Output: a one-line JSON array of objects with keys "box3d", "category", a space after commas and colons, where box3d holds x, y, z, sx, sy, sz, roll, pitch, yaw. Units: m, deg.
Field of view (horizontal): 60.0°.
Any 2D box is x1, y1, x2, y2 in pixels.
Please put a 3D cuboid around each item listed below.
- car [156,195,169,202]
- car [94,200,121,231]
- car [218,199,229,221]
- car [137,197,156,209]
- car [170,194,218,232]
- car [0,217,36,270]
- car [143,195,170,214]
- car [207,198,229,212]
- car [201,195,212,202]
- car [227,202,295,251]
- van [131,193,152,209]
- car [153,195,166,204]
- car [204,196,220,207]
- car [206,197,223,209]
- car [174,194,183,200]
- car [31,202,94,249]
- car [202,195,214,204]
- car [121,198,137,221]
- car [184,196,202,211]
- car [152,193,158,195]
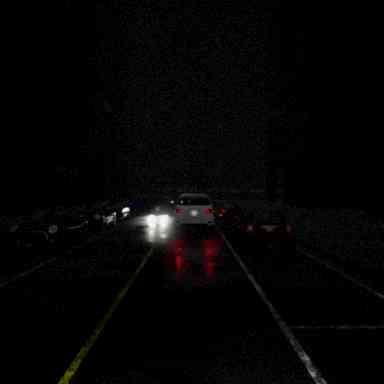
[{"box3d": [-5.741, 1.268, 64.790, 2.008, 1.369, 4.403, -1, 0, 0], "category": "car"}, {"box3d": [-5.760, 1.321, 19.436, 1.967, 1.590, 4.097, 0, 0, 0], "category": "car"}, {"box3d": [2.768, 1.435, 25.072, 1.802, 1.307, 4.206, 0, 0, 0], "category": "car"}, {"box3d": [-5.749, 1.357, 42.113, 1.802, 1.307, 4.206, 0, 0, 0], "category": "car"}, {"box3d": [0.108, 1.103, 19.401, 2.150, 2.045, 5.566, 0, 0, 0], "category": "car"}, {"box3d": [-5.763, 1.527, 8.099, 1.802, 1.307, 4.206, 0, 0, 0], "category": "car"}, {"box3d": [-3.083, 1.309, 32.278, 2.128, 1.511, 4.902, 0, 0, 0], "category": "car"}, {"box3d": [2.773, 1.350, 36.411, 2.008, 1.369, 4.403, 0, 0, 0], "category": "car"}, {"box3d": [2.783, 1.283, 64.756, 1.947, 1.339, 4.313, -1, 0, 0], "category": "car"}, {"box3d": [2.763, 1.351, 13.733, 1.967, 1.590, 4.097, 0, 0, 0], "category": "car"}, {"box3d": [-5.754, 1.140, 36.444, 1.690, 1.788, 3.998, 0, 0, 0], "category": "van"}, {"box3d": [-5.744, 1.293, 59.121, 1.947, 1.339, 4.313, -1, 0, 0], "category": "car"}, {"box3d": [2.776, 1.306, 47.748, 2.008, 1.369, 4.403, -1, 0, 0], "category": "car"}, {"box3d": [2.775, 1.357, 42.079, 1.802, 1.307, 4.206, -1, 0, 0], "category": "car"}, {"box3d": [-2.967, 1.112, 73.739, 1.895, 1.301, 4.718, 0, 0, 0], "category": "car"}, {"box3d": [-5.762, 1.351, 13.766, 1.967, 1.590, 4.097, 0, 0, 0], "category": "car"}, {"box3d": [2.781, 1.272, 59.087, 1.887, 1.381, 4.507, -1, 0, 0], "category": "car"}, {"box3d": [-5.757, 1.404, 25.106, 2.008, 1.369, 4.403, 0, 0, 0], "category": "car"}, {"box3d": [0.117, 1.269, 38.138, 1.882, 1.535, 5.008, 0, 0, 0], "category": "car"}, {"box3d": [-5.750, 1.070, 47.781, 2.192, 1.841, 5.009, 0, 0, 0], "category": "car"}]
